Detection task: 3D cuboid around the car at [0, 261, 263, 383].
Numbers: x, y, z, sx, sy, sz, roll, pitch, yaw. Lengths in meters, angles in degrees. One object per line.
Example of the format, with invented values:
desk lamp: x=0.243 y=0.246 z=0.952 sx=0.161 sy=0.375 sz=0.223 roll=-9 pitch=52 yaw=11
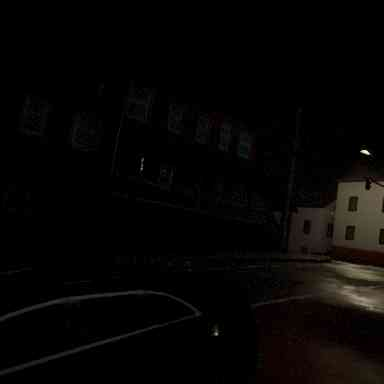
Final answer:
car: x=-1.528 y=1.486 z=2.903 sx=4.902 sy=1.511 sz=2.128 roll=1 pitch=0 yaw=-36
